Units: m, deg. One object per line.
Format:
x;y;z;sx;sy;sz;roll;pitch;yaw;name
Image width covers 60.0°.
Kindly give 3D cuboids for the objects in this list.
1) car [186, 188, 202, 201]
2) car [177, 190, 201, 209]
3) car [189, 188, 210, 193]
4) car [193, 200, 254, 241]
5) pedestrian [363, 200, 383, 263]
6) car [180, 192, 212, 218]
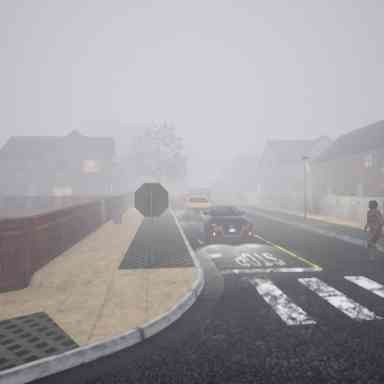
0.299;0.341;56.842;2.150;2.045;5.566;0;1;-6;car
-0.568;0.912;35.365;2.128;1.511;4.902;0;1;-5;car
1.334;0.476;46.148;2.150;2.045;5.566;0;1;-6;car
1.396;1.298;15.070;1.994;1.385;4.181;0;1;-6;car
5.221;1.105;9.587;0.375;1.860;0.375;2;-2;-5;pedestrian
0.402;1.051;25.274;1.882;1.535;5.008;0;1;-6;car
